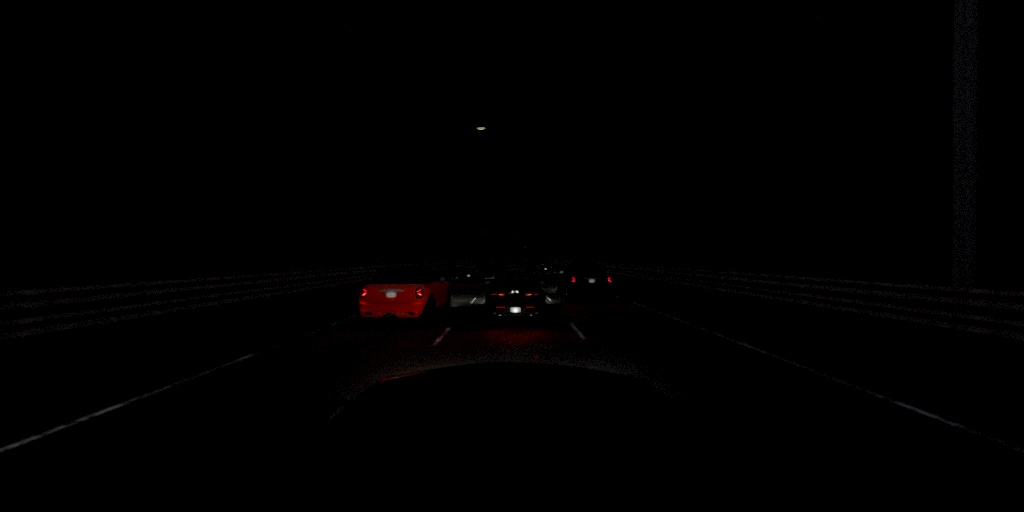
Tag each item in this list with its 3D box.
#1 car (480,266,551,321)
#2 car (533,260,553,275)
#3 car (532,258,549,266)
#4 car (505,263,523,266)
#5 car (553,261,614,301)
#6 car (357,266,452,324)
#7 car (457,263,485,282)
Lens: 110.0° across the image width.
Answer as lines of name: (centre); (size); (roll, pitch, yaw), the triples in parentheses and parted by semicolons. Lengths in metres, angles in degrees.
car: (0.098, 1.267, 12.463); (1.837, 1.490, 4.892); (0, 0, 0)
car: (3.767, 1.425, 41.797); (1.994, 1.385, 4.181); (0, 0, 1)
car: (4.115, 1.428, 53.703); (1.837, 1.490, 4.892); (0, 0, 2)
car: (0.178, 1.293, 30.504); (1.882, 1.535, 5.008); (0, 0, 1)
car: (3.497, 1.119, 17.808); (2.097, 1.767, 4.553); (0, 0, 0)
car: (-3.404, 1.114, 12.222); (2.097, 1.767, 4.553); (0, 0, 0)
car: (-3.327, 1.339, 30.036); (1.812, 1.442, 4.674); (0, 0, 1)
